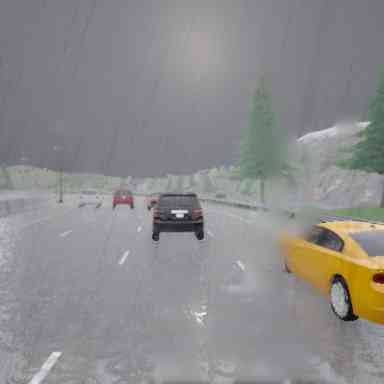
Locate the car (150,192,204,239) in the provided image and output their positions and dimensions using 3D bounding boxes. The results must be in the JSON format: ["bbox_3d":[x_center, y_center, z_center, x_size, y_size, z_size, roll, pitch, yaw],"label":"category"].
[{"bbox_3d":[-0.772,0.990,15.929,2.150,2.045,5.566,0,1,-6],"label":"car"}]

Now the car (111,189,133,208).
[{"bbox_3d":[-7.866,0.691,37.668,2.150,2.045,5.566,0,1,-14],"label":"car"}]

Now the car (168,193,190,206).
[{"bbox_3d":[-1.732,0.918,41.726,1.812,1.442,4.674,0,1,-15],"label":"car"}]

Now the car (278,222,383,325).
[{"bbox_3d":[3.337,1.363,7.062,1.882,1.535,5.008,0,1,-3],"label":"car"}]

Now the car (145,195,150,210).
[{"bbox_3d":[-3.679,0.858,34.247,2.097,1.767,4.553,0,1,-11],"label":"car"}]

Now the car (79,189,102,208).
[{"bbox_3d":[-11.531,0.699,37.787,2.150,2.045,5.566,0,1,-14],"label":"car"}]
